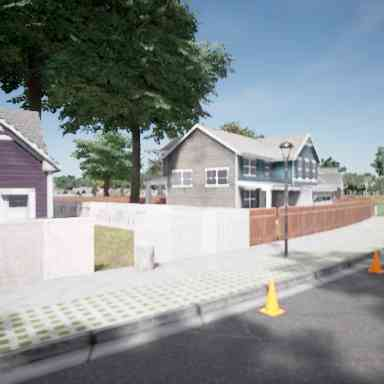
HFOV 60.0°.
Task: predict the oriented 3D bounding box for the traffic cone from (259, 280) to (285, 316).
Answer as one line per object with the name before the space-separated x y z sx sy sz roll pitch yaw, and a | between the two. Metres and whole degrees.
traffic cone | 1.504 1.952 6.244 0.340 0.580 0.340 0 0 -39

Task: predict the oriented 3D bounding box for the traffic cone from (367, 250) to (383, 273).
traffic cone | 5.200 1.949 9.406 0.340 0.580 0.340 0 0 -42
